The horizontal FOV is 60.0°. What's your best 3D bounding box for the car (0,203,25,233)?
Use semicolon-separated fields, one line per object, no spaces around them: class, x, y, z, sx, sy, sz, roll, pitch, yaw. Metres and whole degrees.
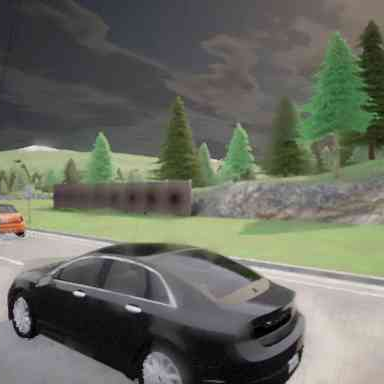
car;-10.477;1.352;17.035;4.553;1.767;2.097;0;0;39

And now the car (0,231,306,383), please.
car;-0.878;1.517;4.921;4.892;1.490;1.837;0;0;37
